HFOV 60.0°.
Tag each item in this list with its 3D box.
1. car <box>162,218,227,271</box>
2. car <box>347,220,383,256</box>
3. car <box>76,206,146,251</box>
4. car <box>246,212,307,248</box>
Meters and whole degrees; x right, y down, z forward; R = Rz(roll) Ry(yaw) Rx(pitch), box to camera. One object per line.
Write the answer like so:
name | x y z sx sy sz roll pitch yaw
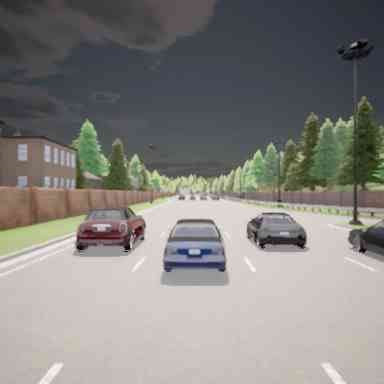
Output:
car | 0.118 1.586 11.020 2.033 1.411 5.357 0 0 1
car | 7.117 1.586 10.947 2.033 1.411 5.357 0 0 1
car | -3.315 1.401 14.447 2.097 1.767 4.553 0 0 1
car | 3.697 1.617 15.162 1.994 1.385 4.181 0 0 1
